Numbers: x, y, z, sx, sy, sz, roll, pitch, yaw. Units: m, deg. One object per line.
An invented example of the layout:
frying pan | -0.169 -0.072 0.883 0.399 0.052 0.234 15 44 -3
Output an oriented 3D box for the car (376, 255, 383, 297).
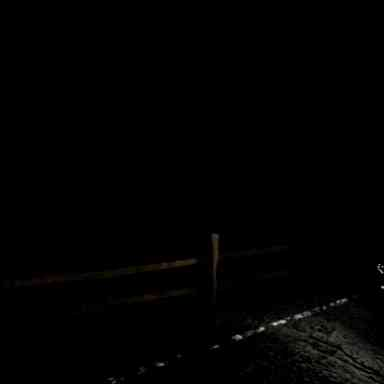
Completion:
car | 6.003 1.484 7.352 5.008 1.535 1.882 0 0 -35
